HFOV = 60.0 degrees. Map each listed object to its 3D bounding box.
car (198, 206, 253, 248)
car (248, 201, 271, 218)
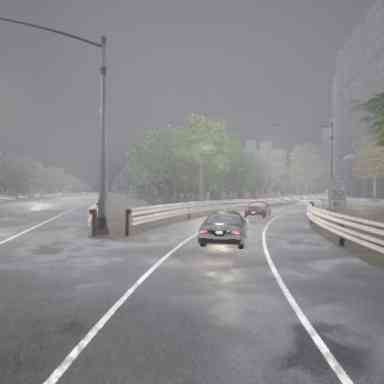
[{"bbox_3d":[1.505,1.558,14.905,2.033,1.411,5.357,0,0,11],"label":"car"},{"bbox_3d":[6.026,1.562,30.344,1.812,1.442,4.674,0,0,21],"label":"car"}]
